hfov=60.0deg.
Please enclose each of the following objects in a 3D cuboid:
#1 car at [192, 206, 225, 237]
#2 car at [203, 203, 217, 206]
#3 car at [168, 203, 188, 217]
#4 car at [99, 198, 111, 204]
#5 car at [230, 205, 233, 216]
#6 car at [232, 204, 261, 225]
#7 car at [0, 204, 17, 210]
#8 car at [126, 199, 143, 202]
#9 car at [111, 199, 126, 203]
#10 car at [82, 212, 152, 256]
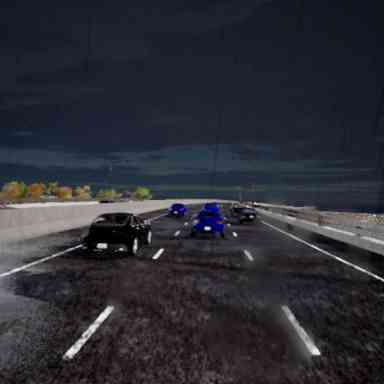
[{"bbox_3d":[0.983,1.821,20.093,1.812,1.442,4.674,2,-1,3],"label":"car"},{"bbox_3d":[2.418,2.134,42.947,1.882,1.535,5.008,2,-1,4],"label":"car"},{"bbox_3d":[-1.514,1.964,36.665,1.812,1.442,4.674,2,-1,4],"label":"car"},{"bbox_3d":[-16.936,1.962,66.735,1.895,1.301,4.718,2,-1,5],"label":"car"},{"bbox_3d":[5.716,2.234,41.294,2.128,1.511,4.902,2,-1,4],"label":"car"},{"bbox_3d":[5.037,2.107,29.778,2.033,1.411,5.357,2,-1,4],"label":"car"},{"bbox_3d":[-13.166,1.393,21.272,2.033,1.411,5.357,2,-1,3],"label":"car"},{"bbox_3d":[-10.235,2.081,62.844,2.033,1.411,5.357,2,-1,5],"label":"car"},{"bbox_3d":[-13.571,2.052,64.967,1.895,1.301,4.718,2,-1,5],"label":"car"},{"bbox_3d":[-2.874,1.588,13.557,1.837,1.490,4.892,2,-1,3],"label":"car"}]
